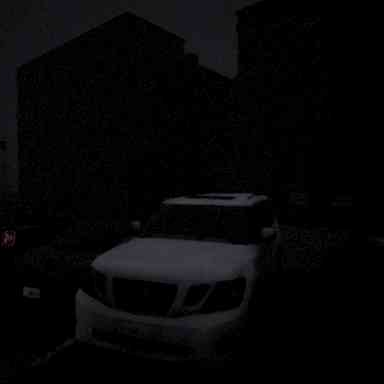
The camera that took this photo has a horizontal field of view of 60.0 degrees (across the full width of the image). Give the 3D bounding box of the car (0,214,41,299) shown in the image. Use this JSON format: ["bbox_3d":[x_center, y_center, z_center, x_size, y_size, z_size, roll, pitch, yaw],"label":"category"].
[{"bbox_3d":[-1.954,1.308,7.999,2.163,1.488,4.792,1,1,20],"label":"car"}]

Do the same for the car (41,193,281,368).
[{"bbox_3d":[0.356,1.066,6.079,2.435,2.045,5.566,1,1,20],"label":"car"}]

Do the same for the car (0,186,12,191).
[{"bbox_3d":[-29.208,0.186,47.343,5.566,2.045,2.435,1,2,18],"label":"car"}]

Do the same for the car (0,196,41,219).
[{"bbox_3d":[-4.279,1.114,9.914,2.185,1.767,4.553,0,1,20],"label":"car"}]

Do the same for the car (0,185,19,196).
[{"bbox_3d":[-36.941,-0.208,64.966,5.566,2.045,2.435,-1,1,18],"label":"car"}]

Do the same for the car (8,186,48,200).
[{"bbox_3d":[-25.617,0.052,52.004,5.566,2.045,2.435,1,2,18],"label":"car"}]

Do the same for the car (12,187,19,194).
[{"bbox_3d":[-27.441,0.400,49.672,4.792,1.488,2.163,1,2,18],"label":"car"}]

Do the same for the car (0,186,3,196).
[{"bbox_3d":[-38.859,-0.138,62.582,5.566,2.045,2.435,-1,1,18],"label":"car"}]

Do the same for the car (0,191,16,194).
[{"bbox_3d":[-11.184,1.002,15.714,2.185,1.767,4.553,1,1,19],"label":"car"}]

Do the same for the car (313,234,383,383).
[{"bbox_3d":[2.663,1.388,4.167,2.163,1.488,4.792,1,1,20],"label":"car"}]

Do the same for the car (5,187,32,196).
[{"bbox_3d":[-35.134,-0.149,67.361,4.553,1.767,2.185,-1,1,18],"label":"car"}]

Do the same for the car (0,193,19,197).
[{"bbox_3d":[-6.590,1.076,11.828,2.185,1.767,4.553,0,1,20],"label":"car"}]
